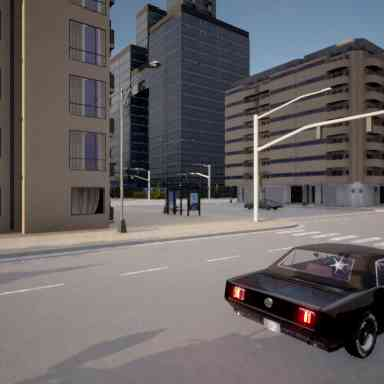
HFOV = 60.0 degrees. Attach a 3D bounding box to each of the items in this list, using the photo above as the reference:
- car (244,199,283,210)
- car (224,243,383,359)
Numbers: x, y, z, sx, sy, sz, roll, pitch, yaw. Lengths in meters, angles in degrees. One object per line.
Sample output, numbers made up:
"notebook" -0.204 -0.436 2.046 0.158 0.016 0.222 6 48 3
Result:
"car" 9.204 1.603 43.173 2.033 1.411 5.357 0 0 -38
"car" 2.922 1.601 6.009 4.718 1.301 1.895 0 0 -36
